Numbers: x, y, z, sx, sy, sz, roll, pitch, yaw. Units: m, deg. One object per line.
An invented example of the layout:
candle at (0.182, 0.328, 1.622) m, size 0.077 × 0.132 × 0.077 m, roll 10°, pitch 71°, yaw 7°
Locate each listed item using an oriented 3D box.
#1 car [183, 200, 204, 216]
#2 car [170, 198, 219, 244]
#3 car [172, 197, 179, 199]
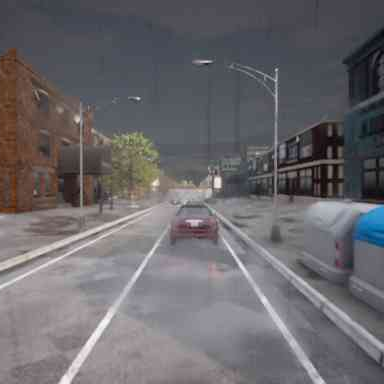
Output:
car at (0.106, 1.614, 34.744) m, size 2.033 × 1.411 × 5.357 m, roll 0°, pitch 0°, yaw 0°
car at (0.105, 1.357, 15.898) m, size 2.097 × 1.767 × 4.553 m, roll 0°, pitch 0°, yaw 0°
car at (-3.020, 1.647, 61.612) m, size 1.812 × 1.442 × 4.674 m, roll 0°, pitch 0°, yaw 1°
